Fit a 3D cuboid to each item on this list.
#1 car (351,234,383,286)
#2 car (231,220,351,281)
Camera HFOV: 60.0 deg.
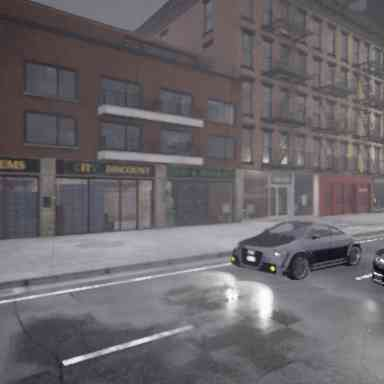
[{"bbox_3d":[6.301,1.499,8.105,4.902,1.511,2.128,0,0,-35],"label":"car"},{"bbox_3d":[3.184,1.570,9.889,4.181,1.385,1.994,0,0,-35],"label":"car"}]
